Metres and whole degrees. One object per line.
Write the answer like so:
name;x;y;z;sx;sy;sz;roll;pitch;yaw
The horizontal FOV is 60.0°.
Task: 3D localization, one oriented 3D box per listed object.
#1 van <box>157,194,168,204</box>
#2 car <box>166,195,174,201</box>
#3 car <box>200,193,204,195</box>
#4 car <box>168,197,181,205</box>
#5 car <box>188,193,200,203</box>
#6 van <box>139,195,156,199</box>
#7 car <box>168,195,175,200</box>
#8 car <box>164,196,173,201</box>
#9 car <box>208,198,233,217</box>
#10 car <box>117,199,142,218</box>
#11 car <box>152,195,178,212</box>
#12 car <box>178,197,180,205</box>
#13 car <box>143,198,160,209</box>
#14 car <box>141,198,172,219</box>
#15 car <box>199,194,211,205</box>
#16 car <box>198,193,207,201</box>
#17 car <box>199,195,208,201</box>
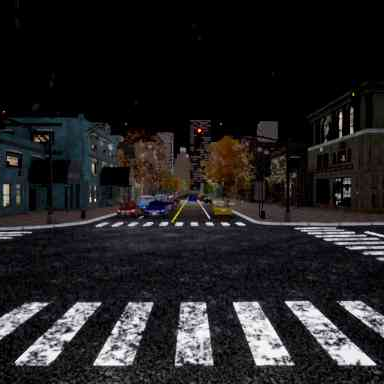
van;-5.656;1.328;63.645;1.690;1.788;3.998;0;0;0
car;-5.641;1.526;85.831;1.887;1.381;4.507;0;0;0
car;2.733;1.551;74.733;1.947;1.339;4.313;-1;0;0
car;-3.028;1.589;58.054;1.895;1.301;4.718;0;0;0
car;0.110;1.463;70.795;1.882;1.535;5.008;0;0;0
van;-5.669;1.333;41.460;1.690;1.788;3.998;0;0;0
car;-5.638;1.562;91.377;1.802;1.307;4.206;0;0;0
car;-5.645;1.549;80.284;1.947;1.339;4.313;0;0;0
car;2.706;1.520;30.533;1.752;1.417;4.829;-1;0;0
car;-5.674;1.577;30.367;1.802;1.307;4.206;0;0;0
car;-3.075;1.484;38.820;2.128;1.511;4.902;0;0;0
car;-3.063;1.555;47.944;1.994;1.385;4.181;0;0;0
car;-5.665;1.536;47.007;1.887;1.381;4.507;0;0;0
car;-3.099;1.521;29.621;1.812;1.442;4.674;0;0;0
car;2.723;1.539;58.094;2.008;1.369;4.403;-1;0;0
car;2.737;1.297;85.826;2.192;1.841;5.009;-1;0;0
car;2.737;1.528;80.279;1.887;1.381;4.507;-1;0;0
